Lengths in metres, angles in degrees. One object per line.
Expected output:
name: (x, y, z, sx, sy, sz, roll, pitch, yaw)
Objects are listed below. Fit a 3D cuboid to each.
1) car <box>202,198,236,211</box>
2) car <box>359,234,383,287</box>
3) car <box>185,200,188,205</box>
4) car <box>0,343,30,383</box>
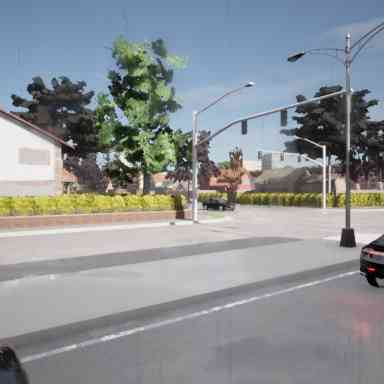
car: (3.196, 1.505, 40.086, 1.837, 1.490, 4.892, 0, 0, -36)
car: (5.998, 1.491, 8.063, 4.902, 1.511, 2.128, 0, 0, -35)
car: (-2.560, 1.355, 48.005, 2.097, 1.767, 4.553, 0, 0, -36)
car: (-3.474, 1.546, 1.264, 5.357, 1.411, 2.033, 0, 0, -35)
